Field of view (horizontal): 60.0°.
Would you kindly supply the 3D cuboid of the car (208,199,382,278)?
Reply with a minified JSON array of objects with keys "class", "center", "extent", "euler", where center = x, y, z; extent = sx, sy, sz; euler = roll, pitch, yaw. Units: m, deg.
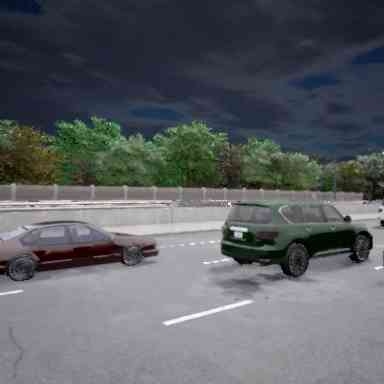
[{"class":"car","center":[3.427,1.258,10.493],"extent":[5.566,2.045,2.150],"euler":[0,0,-36]}]

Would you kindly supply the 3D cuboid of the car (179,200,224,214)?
[{"class":"car","center":[1.148,1.664,39.206],"extent":[4.902,1.511,2.128],"euler":[1,-1,-35]}]

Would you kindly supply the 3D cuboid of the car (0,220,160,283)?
[{"class":"car","center":[-3.646,1.555,9.745],"extent":[5.357,1.411,2.033],"euler":[0,0,-36]}]

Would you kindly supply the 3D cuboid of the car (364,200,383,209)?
[{"class":"car","center":[34.820,2.319,63.118],"extent":[5.008,1.535,1.882],"euler":[1,-1,-36]}]

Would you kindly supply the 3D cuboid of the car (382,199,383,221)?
[{"class":"car","center":[15.118,1.419,23.135],"extent":[5.566,2.045,2.150],"euler":[1,-1,-36]}]

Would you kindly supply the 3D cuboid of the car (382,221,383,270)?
[{"class":"car","center":[6.907,1.552,8.800],"extent":[4.892,1.490,1.837],"euler":[0,0,-36]}]

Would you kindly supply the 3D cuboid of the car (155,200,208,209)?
[{"class":"car","center":[-0.927,1.423,24.829],"extent":[4.553,1.767,2.097],"euler":[1,0,-36]}]
